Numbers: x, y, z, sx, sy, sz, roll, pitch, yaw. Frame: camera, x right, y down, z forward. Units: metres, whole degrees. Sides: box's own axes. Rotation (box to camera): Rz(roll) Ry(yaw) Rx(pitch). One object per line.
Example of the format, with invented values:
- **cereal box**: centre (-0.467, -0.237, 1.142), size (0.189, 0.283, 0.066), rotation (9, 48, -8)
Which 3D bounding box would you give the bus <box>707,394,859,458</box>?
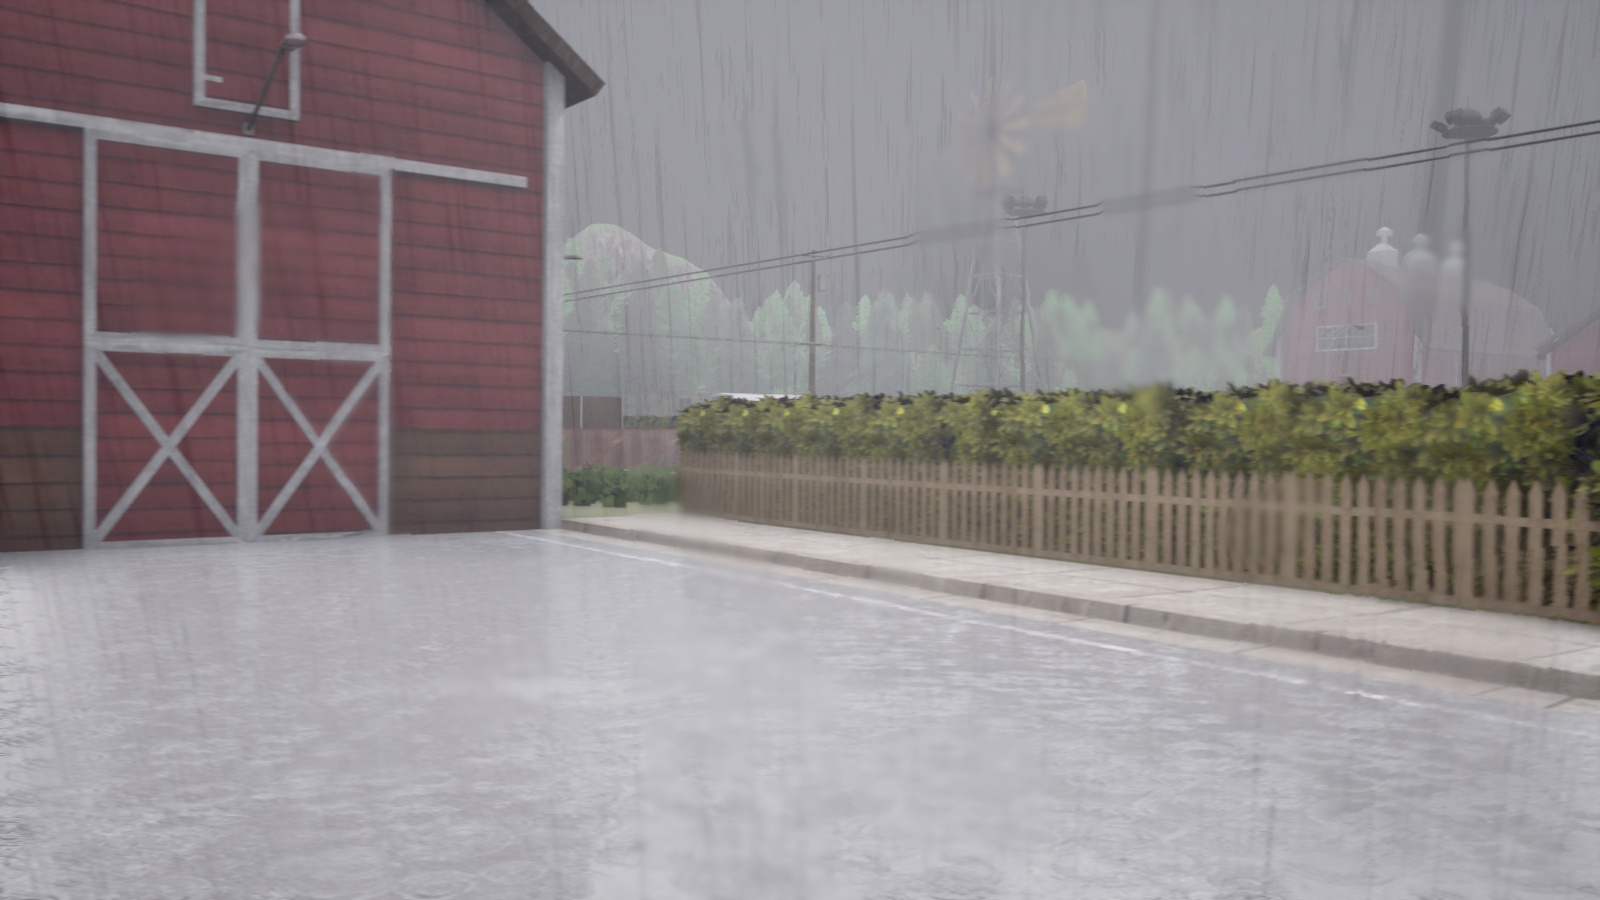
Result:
- **bus**: centre (-1.086, -1.685, 87.511), size (10.273, 4.253, 3.944), rotation (-1, 1, -37)
